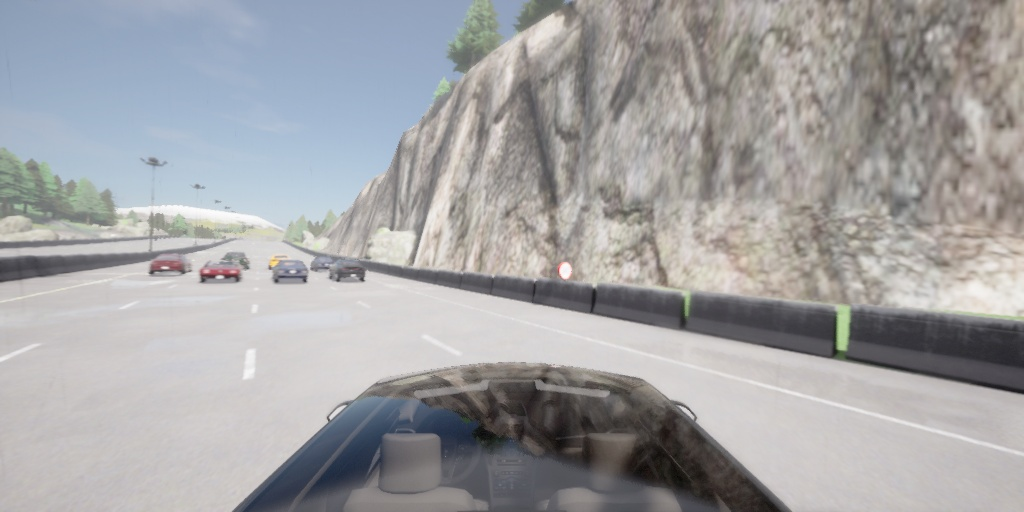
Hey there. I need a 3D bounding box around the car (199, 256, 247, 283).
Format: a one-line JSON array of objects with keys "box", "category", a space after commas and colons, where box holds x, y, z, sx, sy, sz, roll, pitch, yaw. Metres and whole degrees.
[{"box": [-17.949, 0.889, 22.332, 1.895, 1.301, 4.718, 2, 0, -35], "category": "car"}]

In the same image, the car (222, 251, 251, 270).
[{"box": [-25.728, 0.342, 33.492, 2.097, 1.767, 4.553, 2, 0, -35], "category": "car"}]

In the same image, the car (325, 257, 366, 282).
[{"box": [-11.970, 0.997, 26.000, 1.837, 1.490, 4.892, 2, 0, -35], "category": "car"}]

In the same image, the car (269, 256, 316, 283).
[{"box": [-14.671, 0.946, 23.749, 2.033, 1.411, 5.357, 2, 0, -35], "category": "car"}]

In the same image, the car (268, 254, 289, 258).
[{"box": [-23.596, 0.533, 36.557, 1.882, 1.535, 5.008, 2, 1, -35], "category": "car"}]

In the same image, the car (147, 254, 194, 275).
[{"box": [-24.800, 0.573, 26.168, 1.812, 1.442, 4.674, 2, 0, -35], "category": "car"}]

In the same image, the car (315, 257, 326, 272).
[{"box": [-18.784, 0.783, 35.729, 2.033, 1.411, 5.357, 2, 0, -35], "category": "car"}]
